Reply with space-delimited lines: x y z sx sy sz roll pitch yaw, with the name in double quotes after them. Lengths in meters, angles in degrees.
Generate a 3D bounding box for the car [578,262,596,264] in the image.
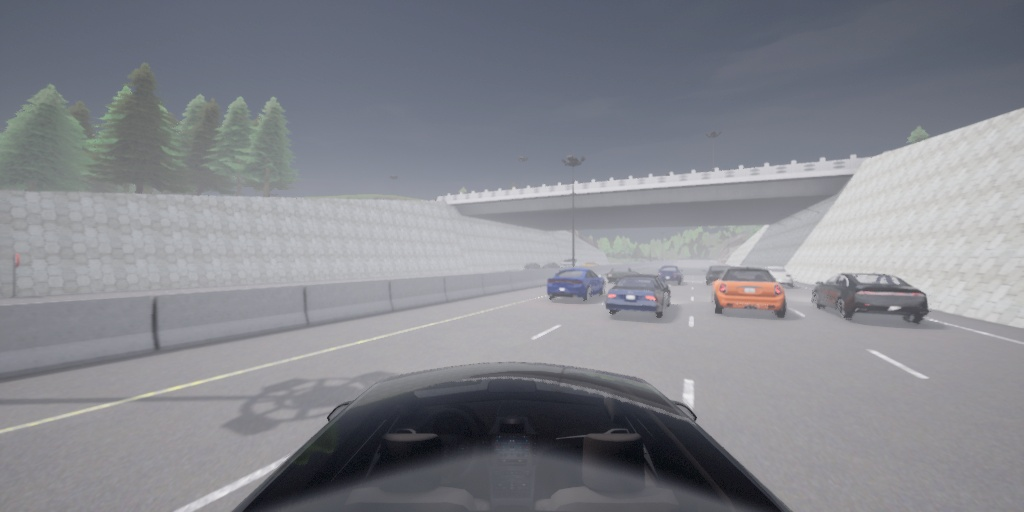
13.316 1.717 61.408 1.882 1.535 5.008 0 0 27 "car"

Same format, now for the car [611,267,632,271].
9.359 1.587 30.173 1.895 1.301 4.718 0 0 27 "car"

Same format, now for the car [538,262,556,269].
6.930 1.782 64.274 1.812 1.442 4.674 0 0 27 "car"

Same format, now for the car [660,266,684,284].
13.061 1.511 29.712 1.812 1.442 4.674 0 0 27 "car"

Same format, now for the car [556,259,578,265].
10.105 1.469 62.800 2.150 2.045 5.566 0 -1 27 "car"

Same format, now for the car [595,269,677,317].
4.980 1.399 13.816 2.033 1.411 5.357 0 0 27 "car"

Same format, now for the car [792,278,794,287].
19.305 1.491 26.548 1.812 1.442 4.674 0 0 27 "car"

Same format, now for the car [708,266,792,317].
9.065 1.208 14.087 2.097 1.767 4.553 0 -1 27 "car"

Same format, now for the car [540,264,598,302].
3.390 1.364 18.356 1.882 1.535 5.008 0 0 27 "car"

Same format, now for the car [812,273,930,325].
12.229 1.339 12.586 2.128 1.511 4.902 0 0 27 "car"

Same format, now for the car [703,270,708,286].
15.894 1.477 27.569 1.837 1.490 4.892 0 0 27 "car"
